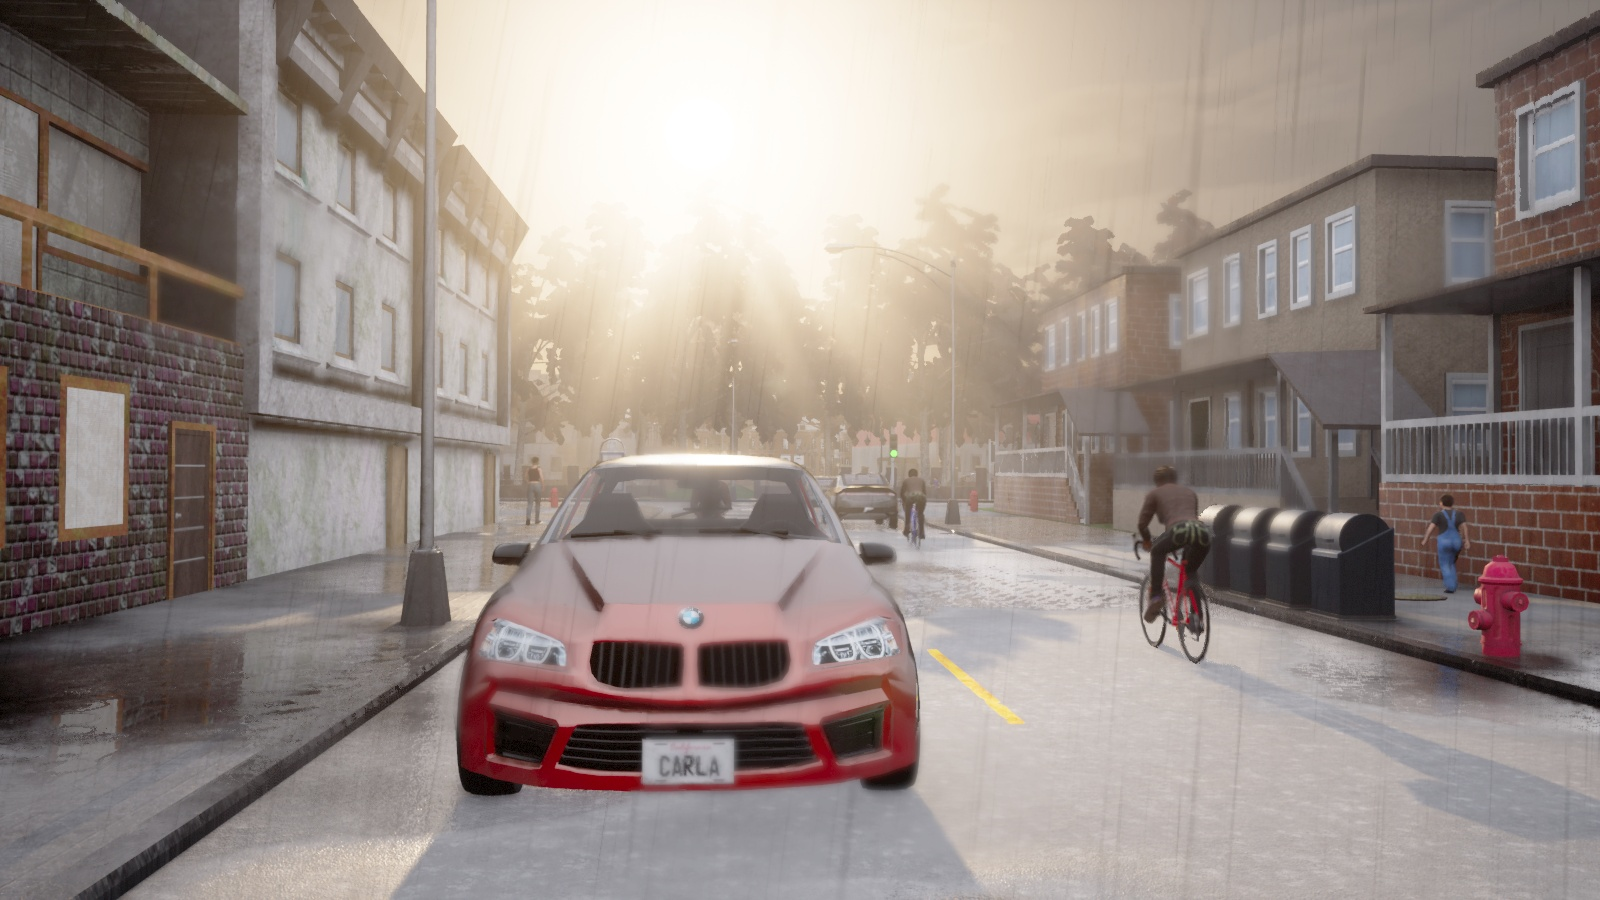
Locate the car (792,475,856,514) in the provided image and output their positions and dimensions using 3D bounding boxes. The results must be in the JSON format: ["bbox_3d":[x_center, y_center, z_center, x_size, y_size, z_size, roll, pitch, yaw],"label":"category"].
[{"bbox_3d":[0.862,1.666,48.191,2.033,1.411,5.357,0,-1,-4],"label":"car"}]

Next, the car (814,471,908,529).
[{"bbox_3d":[1.646,1.361,35.619,2.128,1.511,4.902,0,-1,-4],"label":"car"}]

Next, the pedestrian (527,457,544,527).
[{"bbox_3d":[-7.073,1.115,33.557,0.345,1.836,0.594,0,-1,-1],"label":"pedestrian"}]

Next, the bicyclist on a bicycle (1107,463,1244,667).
[{"bbox_3d":[3.196,0.936,10.845,0.582,1.620,1.656,0,-1,-4],"label":"bicyclist on a bicycle"}]

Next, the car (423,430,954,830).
[{"bbox_3d":[-0.613,0.789,7.631,2.242,1.667,4.611,0,-1,-4],"label":"car"}]

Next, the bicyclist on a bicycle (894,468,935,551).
[{"bbox_3d":[2.292,1.182,25.285,0.582,1.620,1.656,0,-1,-4],"label":"bicyclist on a bicycle"}]

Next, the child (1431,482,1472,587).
[{"bbox_3d":[8.001,1.031,15.430,0.270,1.263,0.437,0,-1,3],"label":"child"}]
